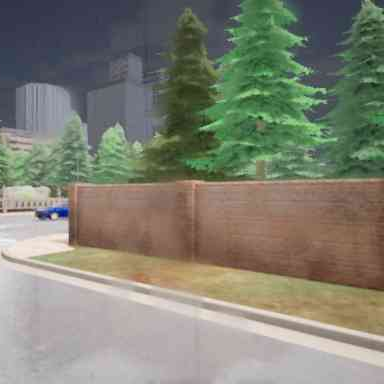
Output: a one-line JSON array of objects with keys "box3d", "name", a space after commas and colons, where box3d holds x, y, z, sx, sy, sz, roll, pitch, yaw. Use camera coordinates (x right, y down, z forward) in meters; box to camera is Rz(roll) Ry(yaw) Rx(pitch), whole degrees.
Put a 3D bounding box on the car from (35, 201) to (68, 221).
[{"box3d": [-10.660, 1.495, 28.049, 1.882, 1.535, 5.008, 0, 0, 35], "name": "car"}]
